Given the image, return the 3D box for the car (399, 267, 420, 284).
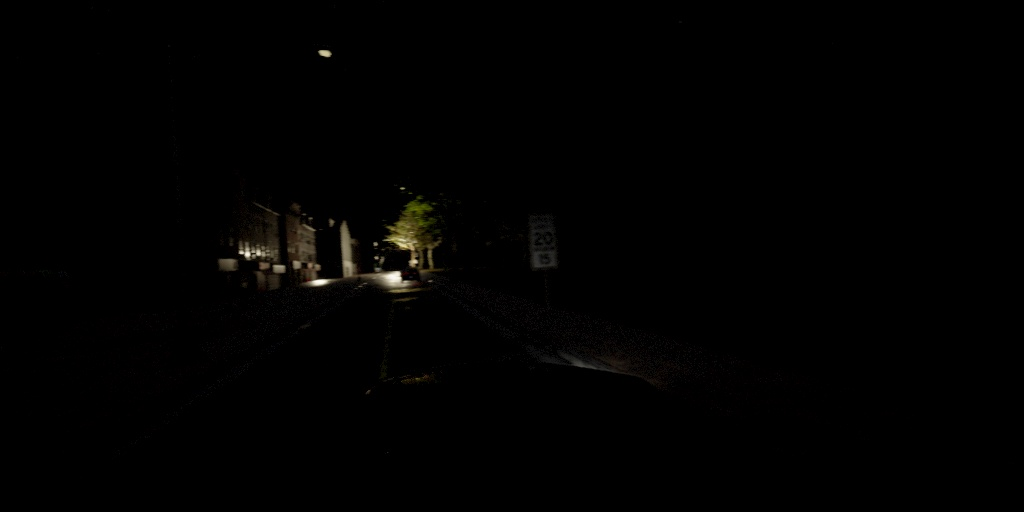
[{"bbox_3d":[-10.696,1.977,37.633,1.882,1.535,5.008,-4,0,-17],"label":"car"}]
